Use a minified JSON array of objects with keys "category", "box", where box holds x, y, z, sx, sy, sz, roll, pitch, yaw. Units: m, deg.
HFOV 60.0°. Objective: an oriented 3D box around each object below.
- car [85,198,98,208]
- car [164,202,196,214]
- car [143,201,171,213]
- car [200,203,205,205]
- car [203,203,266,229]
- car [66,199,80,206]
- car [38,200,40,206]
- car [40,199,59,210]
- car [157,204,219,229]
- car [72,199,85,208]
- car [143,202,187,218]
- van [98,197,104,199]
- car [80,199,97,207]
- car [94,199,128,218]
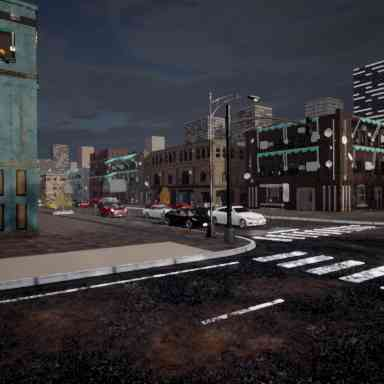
[{"category":"car","box":[-17.650,1.939,62.588,2.192,1.841,5.009,-1,0,-36]},{"category":"car","box":[-1.548,1.903,40.075,1.802,1.307,4.206,-2,0,-36]},{"category":"car","box":[-4.766,1.966,44.577,1.802,1.307,4.206,-2,0,-36]},{"category":"car","box":[1.671,1.809,35.572,2.008,1.369,4.403,-2,0,-36]},{"category":"car","box":[3.099,1.722,23.686,1.812,1.442,4.674,-1,0,-37]},{"category":"car","box":[-27.302,2.364,76.096,1.947,1.339,4.313,-1,0,-36]},{"category":"car","box":[-30.899,2.376,66.719,2.008,1.369,4.403,-1,0,-36]},{"category":"car","box":[-24.362,2.232,57.574,1.752,1.417,4.829,-1,0,-36]},{"category":"car","box":[-0.392,1.814,23.840,1.947,1.339,4.313,-2,0,-36]},{"category":"car","box":[-20.586,2.230,62.263,1.994,1.385,4.181,-1,0,-36]},{"category":"car","box":[-2.861,1.914,31.972,1.895,1.301,4.718,-1,0,-36]},{"category":"van","box":[-14.430,1.907,58.085,1.690,1.788,3.998,-1,0,-36]},{"category":"car","box":[-20.864,2.227,67.091,1.887,1.381,4.507,-1,0,-36]},{"category":"car","box":[-8.367,1.846,35.199,1.967,1.590,4.097,-1,0,-36]}]
